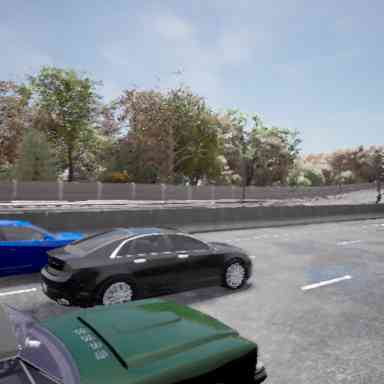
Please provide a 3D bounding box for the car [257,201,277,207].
[{"bbox_3d":[8.629,1.740,35.853,4.674,1.442,1.812,1,0,-35],"label":"car"}]

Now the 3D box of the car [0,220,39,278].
[{"bbox_3d":[-4.841,1.487,8.889,5.008,1.535,1.882,1,0,-36],"label":"car"}]

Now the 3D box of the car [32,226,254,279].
[{"bbox_3d":[-0.718,1.532,7.531,4.892,1.490,1.837,1,0,-35],"label":"car"}]

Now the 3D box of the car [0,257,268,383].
[{"bbox_3d":[-1.613,1.602,2.596,4.718,1.301,1.895,1,0,-35],"label":"car"}]

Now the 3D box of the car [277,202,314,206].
[{"bbox_3d":[11.045,1.819,33.272,4.718,1.301,1.895,1,0,-35],"label":"car"}]
